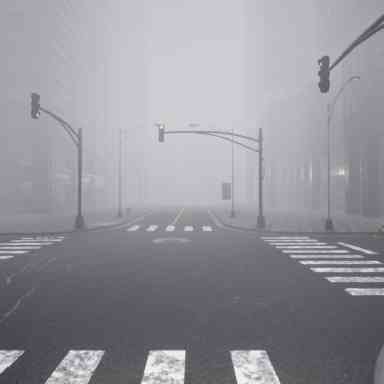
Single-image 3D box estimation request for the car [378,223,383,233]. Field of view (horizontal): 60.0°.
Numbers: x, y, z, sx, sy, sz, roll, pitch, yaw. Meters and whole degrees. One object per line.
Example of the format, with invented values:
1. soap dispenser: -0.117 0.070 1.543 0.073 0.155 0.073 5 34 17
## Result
1. car: 11.756 1.564 16.241 4.829 1.417 1.752 0 -1 0
